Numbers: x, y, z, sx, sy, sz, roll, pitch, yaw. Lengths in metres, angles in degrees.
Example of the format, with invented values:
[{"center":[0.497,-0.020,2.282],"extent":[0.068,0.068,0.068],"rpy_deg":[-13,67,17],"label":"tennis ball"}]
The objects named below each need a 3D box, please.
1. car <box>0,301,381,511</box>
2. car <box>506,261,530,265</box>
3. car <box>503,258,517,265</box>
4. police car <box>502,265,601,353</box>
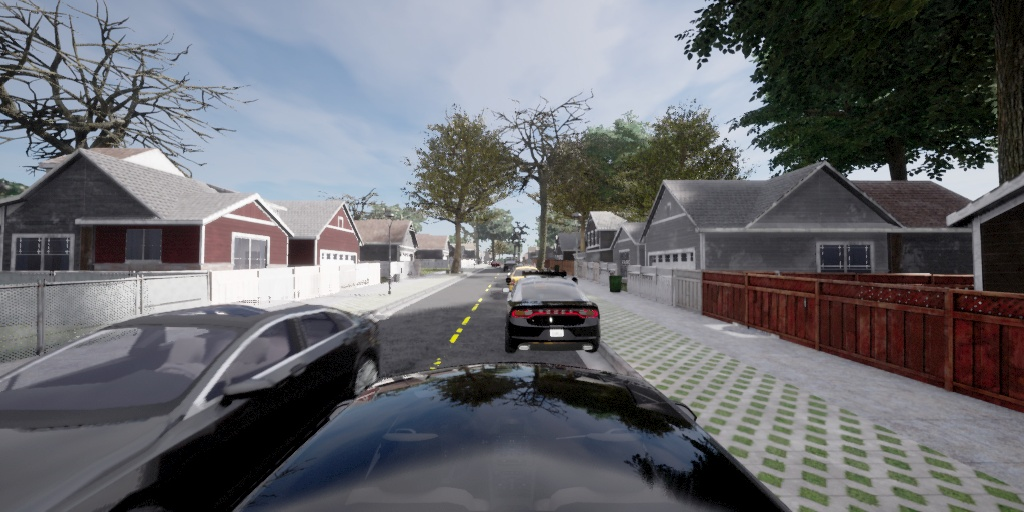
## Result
[{"center":[-2.754,1.242,3.198],"extent":[2.128,1.511,4.902],"rpy_deg":[0,0,0],"label":"car"},{"center":[0.737,1.221,19.104],"extent":[1.801,1.575,5.366],"rpy_deg":[0,0,0],"label":"car"},{"center":[-0.200,1.345,49.566],"extent":[1.882,1.535,5.008],"rpy_deg":[0,0,0],"label":"car"},{"center":[0.791,1.181,9.017],"extent":[1.930,1.638,5.238],"rpy_deg":[0,0,0],"label":"police car"}]
